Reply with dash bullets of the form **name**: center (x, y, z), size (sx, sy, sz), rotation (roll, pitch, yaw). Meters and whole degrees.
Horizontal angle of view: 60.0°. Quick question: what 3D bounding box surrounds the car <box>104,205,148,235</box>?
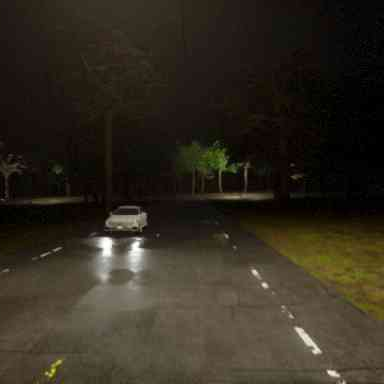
- **car**: center (-3.602, 1.510, 18.946), size (1.812, 1.442, 4.674), rotation (0, 0, 0)
